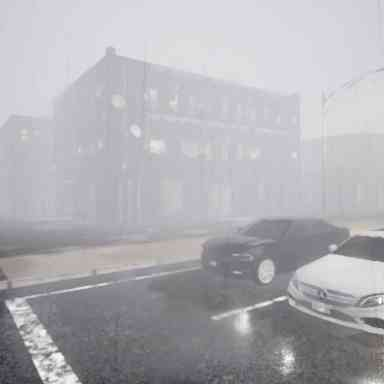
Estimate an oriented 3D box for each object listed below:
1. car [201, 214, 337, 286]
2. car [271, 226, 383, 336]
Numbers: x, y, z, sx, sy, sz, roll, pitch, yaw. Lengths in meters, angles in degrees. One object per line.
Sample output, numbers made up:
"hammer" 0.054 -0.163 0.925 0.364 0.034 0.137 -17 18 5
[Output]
"car" 2.526 1.429 9.463 5.008 1.535 1.882 0 0 -36
"car" 3.863 1.481 6.425 4.674 1.442 1.812 0 0 -35
